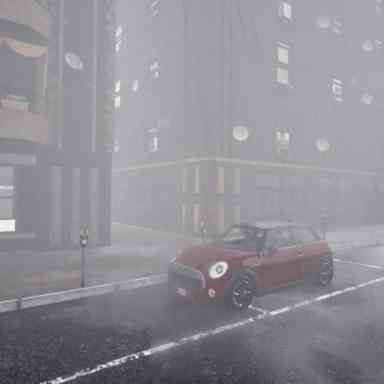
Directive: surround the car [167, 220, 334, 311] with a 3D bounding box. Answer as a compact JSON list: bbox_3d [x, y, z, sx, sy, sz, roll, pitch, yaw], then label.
[{"bbox_3d":[1.426,1.442,7.722,4.097,1.590,1.967,0,1,-36],"label":"car"}]
